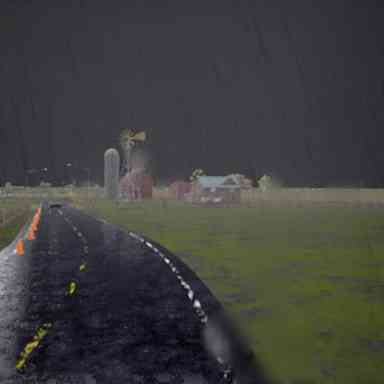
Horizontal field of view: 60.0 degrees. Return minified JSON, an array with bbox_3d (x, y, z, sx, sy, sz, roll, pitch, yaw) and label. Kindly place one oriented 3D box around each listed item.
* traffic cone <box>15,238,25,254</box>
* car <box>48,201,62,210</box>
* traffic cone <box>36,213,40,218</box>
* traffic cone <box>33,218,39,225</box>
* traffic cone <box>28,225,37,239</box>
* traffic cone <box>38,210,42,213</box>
[{"bbox_3d":[-6.745,2.108,13.037,0.340,0.580,0.340,0,-1,-18],"label":"traffic cone"},{"bbox_3d":[-21.065,2.031,51.186,1.895,1.301,4.718,0,0,-26],"label":"car"},{"bbox_3d":[-12.443,2.224,26.633,0.340,0.580,0.340,0,0,-24],"label":"traffic cone"},{"bbox_3d":[-10.433,2.189,22.054,0.340,0.580,0.340,0,0,-24],"label":"traffic cone"},{"bbox_3d":[-8.426,2.153,17.481,0.340,0.580,0.340,0,0,-24],"label":"traffic cone"},{"bbox_3d":[-14.452,2.255,31.212,0.340,0.580,0.340,0,0,-24],"label":"traffic cone"}]
